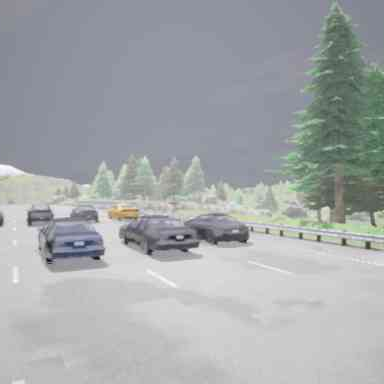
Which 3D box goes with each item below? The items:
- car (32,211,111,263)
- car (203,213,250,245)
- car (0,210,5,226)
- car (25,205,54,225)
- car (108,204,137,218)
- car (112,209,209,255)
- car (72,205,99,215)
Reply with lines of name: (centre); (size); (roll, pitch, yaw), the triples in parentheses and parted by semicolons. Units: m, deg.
car: (-4.710, 1.684, 12.643); (2.033, 1.411, 5.357); (0, -1, -28)
car: (1.035, 1.750, 16.763); (1.994, 1.385, 4.181); (0, -1, -28)
car: (-15.300, 1.829, 25.115); (1.994, 1.385, 4.181); (0, -1, -28)
car: (-12.184, 1.777, 26.701); (2.128, 1.511, 4.902); (0, -1, -28)
car: (-6.356, 1.809, 30.665); (1.882, 1.535, 5.008); (0, 0, -28)
car: (-1.611, 1.704, 14.266); (2.033, 1.411, 5.357); (0, -1, -28)
car: (-9.279, 1.833, 28.701); (1.812, 1.442, 4.674); (0, 0, -27)
